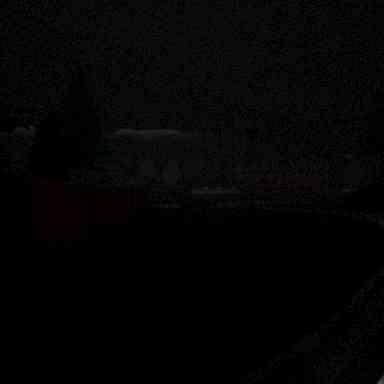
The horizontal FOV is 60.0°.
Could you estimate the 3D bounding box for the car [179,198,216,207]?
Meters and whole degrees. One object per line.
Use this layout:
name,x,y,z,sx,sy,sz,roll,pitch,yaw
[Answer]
car,0.824,1.560,49.535,5.357,1.411,2.033,0,0,17
